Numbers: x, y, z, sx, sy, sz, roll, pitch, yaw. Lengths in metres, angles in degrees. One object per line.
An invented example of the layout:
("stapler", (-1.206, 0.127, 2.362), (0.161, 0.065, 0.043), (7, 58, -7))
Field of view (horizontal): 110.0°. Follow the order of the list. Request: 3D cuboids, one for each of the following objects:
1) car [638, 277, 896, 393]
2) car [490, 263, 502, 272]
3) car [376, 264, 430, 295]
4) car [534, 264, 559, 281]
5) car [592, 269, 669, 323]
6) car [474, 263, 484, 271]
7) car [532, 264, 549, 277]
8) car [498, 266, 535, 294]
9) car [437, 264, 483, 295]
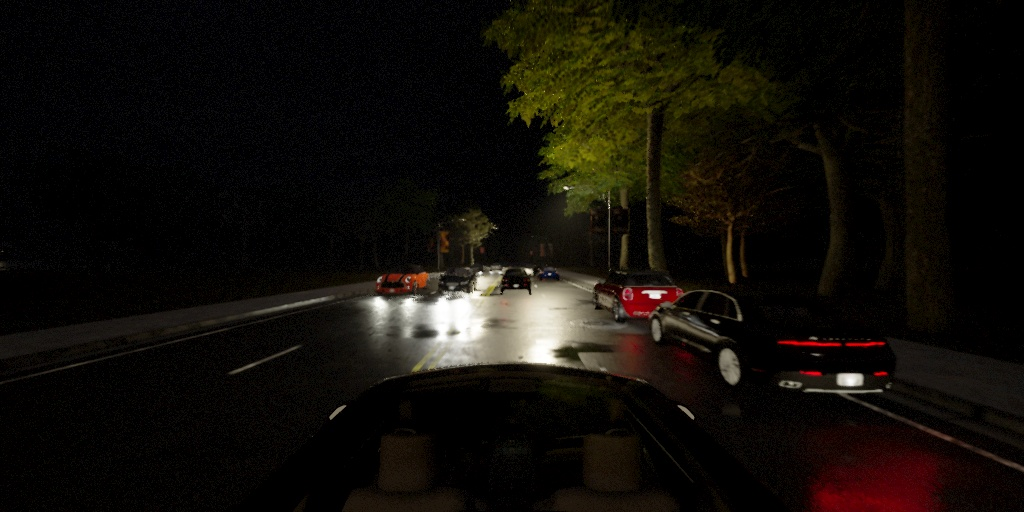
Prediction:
("car", (4.247, 1.327, 6.909), (1.837, 1.490, 4.892), (0, -1, 0))
("car", (-2.793, 2.014, 62.992), (1.812, 1.442, 4.674), (0, -1, 1))
("car", (-6.455, 1.313, 21.585), (2.097, 1.767, 4.553), (0, -1, 0))
("car", (3.574, 1.728, 35.917), (1.994, 1.385, 4.181), (0, -1, 0))
("car", (4.297, 1.243, 12.880), (2.097, 1.767, 4.553), (0, -1, 0))
("car", (-6.047, 1.999, 62.602), (1.812, 1.442, 4.674), (0, -1, 1))
("car", (3.613, 1.802, 46.452), (1.837, 1.490, 4.892), (0, 0, 1))
("car", (0.238, 1.514, 22.258), (1.812, 1.442, 4.674), (0, -1, 0))
("car", (-3.203, 1.464, 21.719), (2.128, 1.511, 4.902), (0, -1, 1))
